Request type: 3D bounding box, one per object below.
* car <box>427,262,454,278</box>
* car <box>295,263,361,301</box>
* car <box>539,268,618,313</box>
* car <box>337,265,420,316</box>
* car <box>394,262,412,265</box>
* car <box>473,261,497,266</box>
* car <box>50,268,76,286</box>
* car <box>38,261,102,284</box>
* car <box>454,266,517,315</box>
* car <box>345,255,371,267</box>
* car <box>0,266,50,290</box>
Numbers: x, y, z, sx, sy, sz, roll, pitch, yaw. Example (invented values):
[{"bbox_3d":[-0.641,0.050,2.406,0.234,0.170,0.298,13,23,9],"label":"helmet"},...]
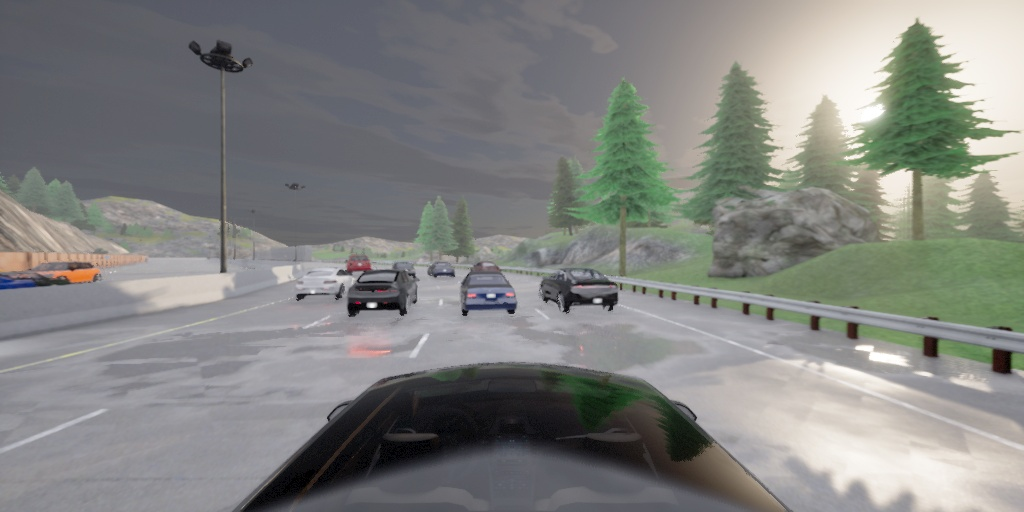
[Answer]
[{"bbox_3d":[-6.643,1.249,33.388,1.994,1.385,4.181,0,0,-22],"label":"car"},{"bbox_3d":[-8.927,1.267,17.442,1.812,1.442,4.674,0,0,-12],"label":"car"},{"bbox_3d":[2.353,1.197,13.727,2.128,1.511,4.902,0,0,-8],"label":"car"},{"bbox_3d":[-4.629,1.240,13.308,1.837,1.490,4.892,0,0,-9],"label":"car"},{"bbox_3d":[-9.777,1.250,32.087,2.033,1.411,5.357,0,0,-22],"label":"car"},{"bbox_3d":[-2.413,1.197,32.179,1.812,1.442,4.674,0,0,-20],"label":"car"},{"bbox_3d":[-23.077,1.405,16.091,1.895,1.301,4.718,0,0,-14],"label":"car"},{"bbox_3d":[-28.755,1.160,22.727,2.097,1.767,4.553,0,0,-20],"label":"car"},{"bbox_3d":[-1.034,1.267,13.520,2.033,1.411,5.357,0,0,-9],"label":"car"},{"bbox_3d":[-15.836,0.935,36.840,2.150,2.045,5.566,0,0,-27],"label":"car"},{"bbox_3d":[-18.588,1.277,11.325,1.882,1.535,5.008,0,0,-10],"label":"car"}]
